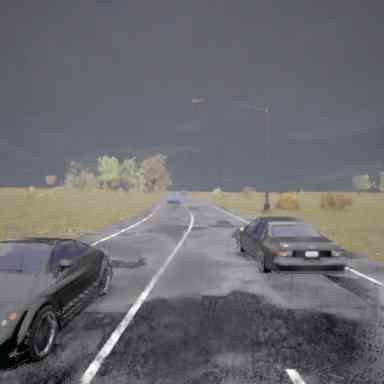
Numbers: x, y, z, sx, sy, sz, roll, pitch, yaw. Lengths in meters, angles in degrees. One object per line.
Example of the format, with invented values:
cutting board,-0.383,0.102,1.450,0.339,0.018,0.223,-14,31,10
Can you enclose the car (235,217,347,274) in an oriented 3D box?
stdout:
car,2.680,1.480,10.311,2.033,1.411,5.357,0,0,-3

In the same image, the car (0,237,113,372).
car,-2.819,1.499,5.660,1.994,1.385,4.181,0,0,4

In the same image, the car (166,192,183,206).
car,-2.660,1.091,47.037,1.882,1.535,5.008,0,0,-3
